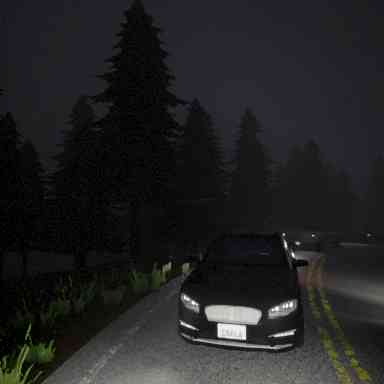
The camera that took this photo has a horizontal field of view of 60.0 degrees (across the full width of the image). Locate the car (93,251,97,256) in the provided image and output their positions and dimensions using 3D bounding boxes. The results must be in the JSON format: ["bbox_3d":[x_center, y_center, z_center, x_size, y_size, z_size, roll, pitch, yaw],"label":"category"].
[{"bbox_3d":[-20.298,13.650,72.940,4.181,1.381,1.994,-2,-5,31],"label":"car"}]

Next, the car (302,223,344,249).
[{"bbox_3d":[6.467,2.305,17.645,1.895,1.301,4.718,-3,-6,39],"label":"car"}]

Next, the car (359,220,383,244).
[{"bbox_3d":[15.784,3.220,26.430,5.566,2.045,2.150,8,-8,-28],"label":"car"}]

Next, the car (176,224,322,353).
[{"bbox_3d":[1.129,1.561,6.581,2.128,1.511,4.902,-1,-2,15],"label":"car"}]
